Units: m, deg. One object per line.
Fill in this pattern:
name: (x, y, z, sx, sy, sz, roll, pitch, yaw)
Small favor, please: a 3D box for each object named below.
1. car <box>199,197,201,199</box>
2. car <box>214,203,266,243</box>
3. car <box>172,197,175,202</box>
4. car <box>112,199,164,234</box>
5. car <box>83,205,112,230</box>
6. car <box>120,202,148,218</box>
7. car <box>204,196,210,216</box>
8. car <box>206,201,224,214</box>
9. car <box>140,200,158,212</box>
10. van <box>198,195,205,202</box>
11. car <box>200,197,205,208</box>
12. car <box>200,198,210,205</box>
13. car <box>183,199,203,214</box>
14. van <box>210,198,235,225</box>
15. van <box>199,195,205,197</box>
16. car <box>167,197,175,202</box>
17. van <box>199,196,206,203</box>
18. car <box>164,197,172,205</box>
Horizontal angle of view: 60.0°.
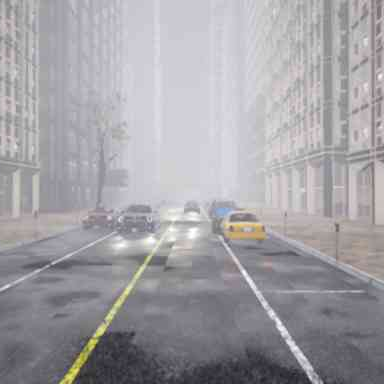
car: (-0.039, 1.817, 50.790, 1.837, 1.490, 4.892, 0, 0, 0)
car: (2.338, 1.567, 16.567, 1.801, 1.575, 5.366, 0, 0, 0)
car: (-5.751, 2.029, 78.823, 1.802, 1.307, 4.206, 0, 0, 0)
car: (-3.114, 1.485, 20.142, 2.097, 1.767, 4.553, 0, 0, 0)
car: (-5.710, 1.584, 21.841, 1.967, 1.590, 4.097, 0, 0, 0)
car: (-5.718, 1.764, 33.237, 2.008, 1.369, 4.403, 0, 0, 0)
car: (2.662, 1.527, 33.242, 2.192, 1.841, 5.009, 0, 0, 0)
car: (2.658, 1.773, 39.109, 1.752, 1.417, 4.829, 0, 0, 0)
car: (-5.726, 1.804, 44.463, 1.752, 1.417, 4.829, 0, 0, 0)
van: (2.621, 1.838, 90.227, 1.690, 1.788, 3.998, 0, 0, 0)
car: (2.650, 1.860, 50.338, 2.008, 1.369, 4.403, 0, 0, 0)
car: (2.638, 1.939, 67.432, 1.887, 1.381, 4.507, 0, 0, 0)
car: (0.010, 1.842, 38.003, 1.895, 1.301, 4.718, 0, 0, 0)
van: (2.666, 1.519, 27.543, 1.690, 1.788, 3.998, 0, 0, 0)
van: (2.642, 1.708, 61.735, 1.690, 1.788, 3.998, 0, 0, 0)
car: (-5.760, 2.043, 90.220, 1.887, 1.381, 4.507, 0, 0, 0)
van: (2.625, 1.813, 84.527, 1.690, 1.788, 3.998, 0, 0, 0)
car: (-5.743, 1.961, 67.427, 1.947, 1.339, 4.313, 0, 0, 0)
